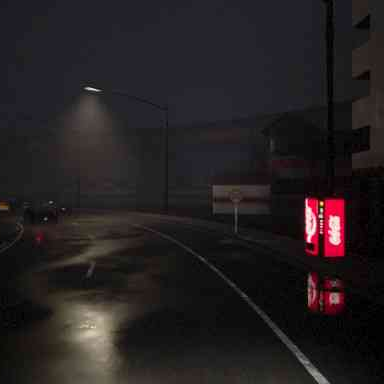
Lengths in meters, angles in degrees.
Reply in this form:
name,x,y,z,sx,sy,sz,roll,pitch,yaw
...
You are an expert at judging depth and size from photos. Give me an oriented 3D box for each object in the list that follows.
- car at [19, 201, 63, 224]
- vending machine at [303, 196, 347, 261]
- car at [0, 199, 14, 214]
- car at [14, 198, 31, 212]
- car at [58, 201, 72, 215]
name,x,y,z,sx,sy,sz,roll,pitch,yaw
car,-11.575,1.600,25.309,1.895,1.301,4.718,0,0,-34
vending machine,4.520,1.195,11.353,1.100,2.100,0.880,0,0,-13
car,-21.062,1.478,34.773,5.008,1.535,1.882,0,0,37
car,-20.228,1.491,38.694,4.902,1.511,2.128,0,0,33
car,-13.481,1.564,32.815,1.994,1.385,4.181,0,0,-43
